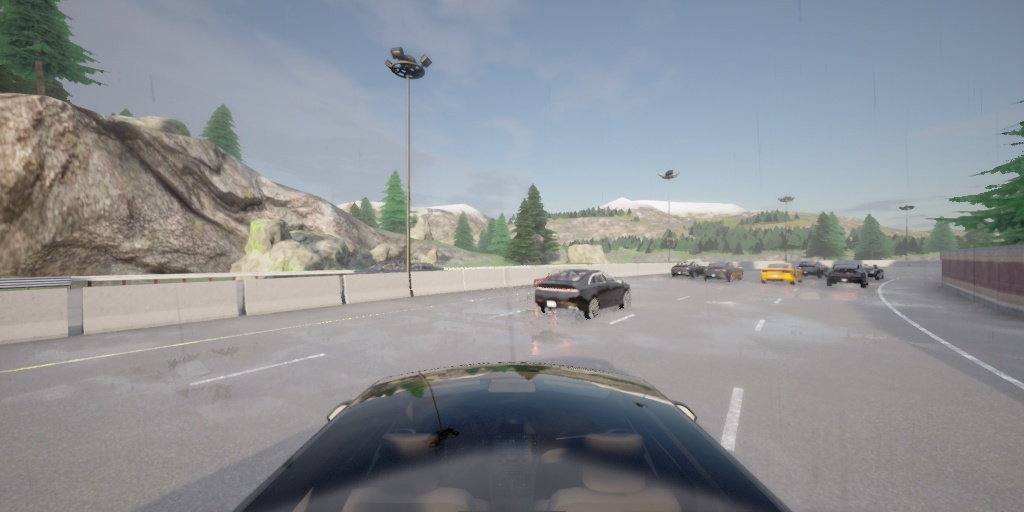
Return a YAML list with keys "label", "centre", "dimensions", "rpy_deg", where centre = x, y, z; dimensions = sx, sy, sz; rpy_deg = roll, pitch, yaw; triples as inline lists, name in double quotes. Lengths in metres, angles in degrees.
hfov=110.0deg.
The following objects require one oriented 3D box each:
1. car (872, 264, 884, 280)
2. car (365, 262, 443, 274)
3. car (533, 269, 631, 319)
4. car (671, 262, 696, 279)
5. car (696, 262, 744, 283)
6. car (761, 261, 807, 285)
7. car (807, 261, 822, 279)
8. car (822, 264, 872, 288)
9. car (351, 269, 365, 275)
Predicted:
- label: "car"
  centre: [30.452, 1.351, 30.825]
  dimensions: [4.718, 1.301, 1.895]
  rpy_deg: [0, 0, -39]
- label: "car"
  centre: [-6.715, 1.241, 23.795]
  dimensions: [2.128, 1.511, 4.902]
  rpy_deg: [0, 0, 39]
- label: "car"
  centre: [2.690, 1.241, 12.844]
  dimensions: [2.128, 1.511, 4.902]
  rpy_deg: [0, 0, 38]
- label: "car"
  centre: [16.147, 1.241, 32.441]
  dimensions: [4.902, 1.511, 2.128]
  rpy_deg: [0, 0, -43]
- label: "car"
  centre: [16.664, 1.240, 28.154]
  dimensions: [4.902, 1.511, 2.128]
  rpy_deg: [0, 0, -44]
- label: "car"
  centre: [19.817, 1.227, 26.289]
  dimensions: [5.008, 1.535, 1.882]
  rpy_deg: [0, 0, -44]
- label: "car"
  centre: [27.777, 1.241, 33.140]
  dimensions: [4.902, 1.511, 2.128]
  rpy_deg: [0, 0, -39]
- label: "car"
  centre: [22.497, 1.255, 24.008]
  dimensions: [4.892, 1.490, 1.837]
  rpy_deg: [0, 0, -43]
- label: "car"
  centre: [-9.241, 1.241, 26.221]
  dimensions: [2.128, 1.511, 4.902]
  rpy_deg: [0, 0, 39]
